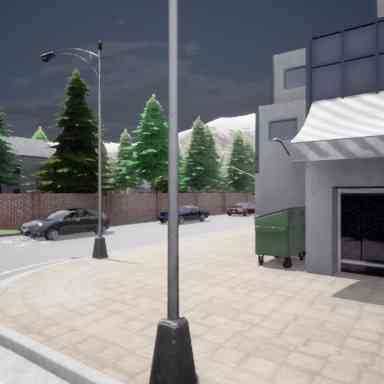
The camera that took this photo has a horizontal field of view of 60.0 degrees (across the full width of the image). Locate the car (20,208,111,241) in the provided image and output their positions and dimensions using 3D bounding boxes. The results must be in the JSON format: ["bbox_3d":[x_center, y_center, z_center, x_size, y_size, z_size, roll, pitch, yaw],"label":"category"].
[{"bbox_3d":[-6.708,1.680,18.129,1.837,1.490,4.892,0,0,37],"label":"car"}]

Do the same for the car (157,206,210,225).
[{"bbox_3d":[-0.623,1.775,26.342,1.895,1.301,4.718,0,0,37],"label":"car"}]

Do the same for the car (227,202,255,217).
[{"bbox_3d":[5.312,1.738,34.344,1.994,1.385,4.181,0,0,36],"label":"car"}]
